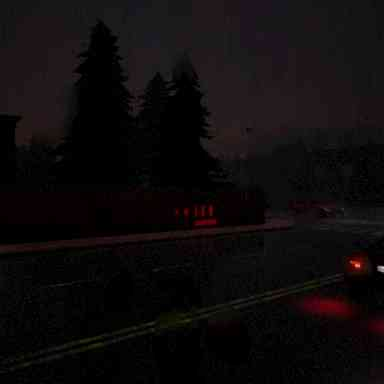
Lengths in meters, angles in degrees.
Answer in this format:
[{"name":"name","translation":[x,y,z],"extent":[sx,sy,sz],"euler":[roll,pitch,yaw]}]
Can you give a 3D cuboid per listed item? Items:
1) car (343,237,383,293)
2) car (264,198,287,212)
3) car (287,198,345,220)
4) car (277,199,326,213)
[{"name":"car","translation":[5.770,1.547,7.888],"extent":[5.357,1.411,2.033],"euler":[0,0,-35]},{"name":"car","translation":[9.062,1.488,38.285],"extent":[2.128,1.511,4.902],"euler":[0,0,-35]},{"name":"car","translation":[10.730,1.351,28.504],"extent":[2.097,1.767,4.553],"euler":[0,0,-24]},{"name":"car","translation":[12.744,1.547,39.139],"extent":[2.033,1.411,5.357],"euler":[0,0,-35]}]
